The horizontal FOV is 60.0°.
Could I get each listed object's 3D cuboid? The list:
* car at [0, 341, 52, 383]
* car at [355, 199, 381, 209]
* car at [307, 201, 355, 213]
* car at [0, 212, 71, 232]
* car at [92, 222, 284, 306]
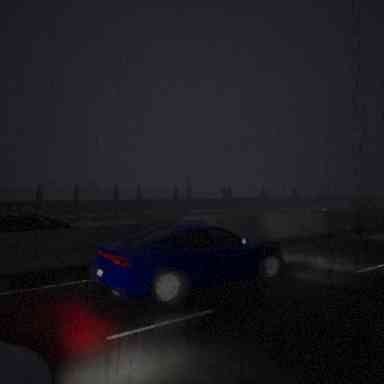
[{"bbox_3d":[-3.117,1.527,1.522,4.674,1.442,1.812,0,0,-35],"label":"car"},{"bbox_3d":[21.128,1.562,40.536,4.181,1.385,1.994,0,0,-35],"label":"car"},{"bbox_3d":[12.388,1.524,30.024,4.674,1.442,1.812,0,0,-35],"label":"car"},{"bbox_3d":[-6.853,1.505,12.003,4.892,1.490,1.837,0,0,-36],"label":"car"},{"bbox_3d":[0.148,1.477,8.153,5.008,1.535,1.882,0,0,-36],"label":"car"}]
